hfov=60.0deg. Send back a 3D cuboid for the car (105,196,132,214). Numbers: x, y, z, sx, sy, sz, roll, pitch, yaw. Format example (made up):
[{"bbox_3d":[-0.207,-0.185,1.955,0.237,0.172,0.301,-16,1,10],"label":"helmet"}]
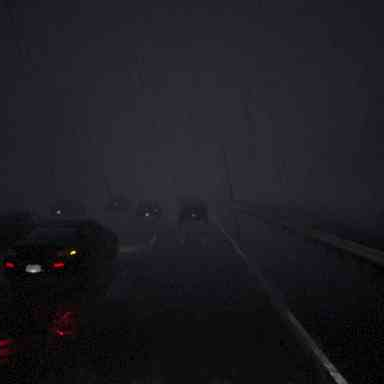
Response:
[{"bbox_3d":[-7.149,1.139,32.995,2.097,1.767,4.553,0,0,-2],"label":"car"}]

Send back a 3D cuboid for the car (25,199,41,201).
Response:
[{"bbox_3d":[-27.780,1.142,59.443,1.812,1.442,4.674,0,0,-10],"label":"car"}]

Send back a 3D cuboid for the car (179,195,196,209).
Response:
[{"bbox_3d":[-0.624,1.213,41.080,1.882,1.535,5.008,0,0,-4],"label":"car"}]

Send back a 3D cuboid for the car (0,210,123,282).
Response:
[{"bbox_3d":[-3.397,1.464,9.437,1.812,1.442,4.674,0,0,0],"label":"car"}]

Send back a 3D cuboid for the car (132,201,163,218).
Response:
[{"bbox_3d":[-3.459,1.423,27.561,1.895,1.301,4.718,0,0,-1],"label":"car"}]

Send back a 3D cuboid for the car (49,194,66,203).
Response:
[{"bbox_3d":[-24.409,1.088,60.471,1.882,1.535,5.008,0,0,-10],"label":"car"}]

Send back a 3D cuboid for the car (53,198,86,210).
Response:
[{"bbox_3d":[-10.491,1.321,28.449,1.837,1.490,4.892,0,0,-1],"label":"car"}]

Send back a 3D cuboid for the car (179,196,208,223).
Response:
[{"bbox_3d":[0.084,1.325,23.735,1.882,1.535,5.008,0,0,0],"label":"car"}]

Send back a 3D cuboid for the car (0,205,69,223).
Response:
[{"bbox_3d":[-6.896,1.463,12.919,2.033,1.411,5.357,0,0,0],"label":"car"}]

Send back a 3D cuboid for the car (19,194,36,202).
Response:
[{"bbox_3d":[-32.728,1.097,66.289,1.812,1.442,4.674,0,0,-12],"label":"car"}]
